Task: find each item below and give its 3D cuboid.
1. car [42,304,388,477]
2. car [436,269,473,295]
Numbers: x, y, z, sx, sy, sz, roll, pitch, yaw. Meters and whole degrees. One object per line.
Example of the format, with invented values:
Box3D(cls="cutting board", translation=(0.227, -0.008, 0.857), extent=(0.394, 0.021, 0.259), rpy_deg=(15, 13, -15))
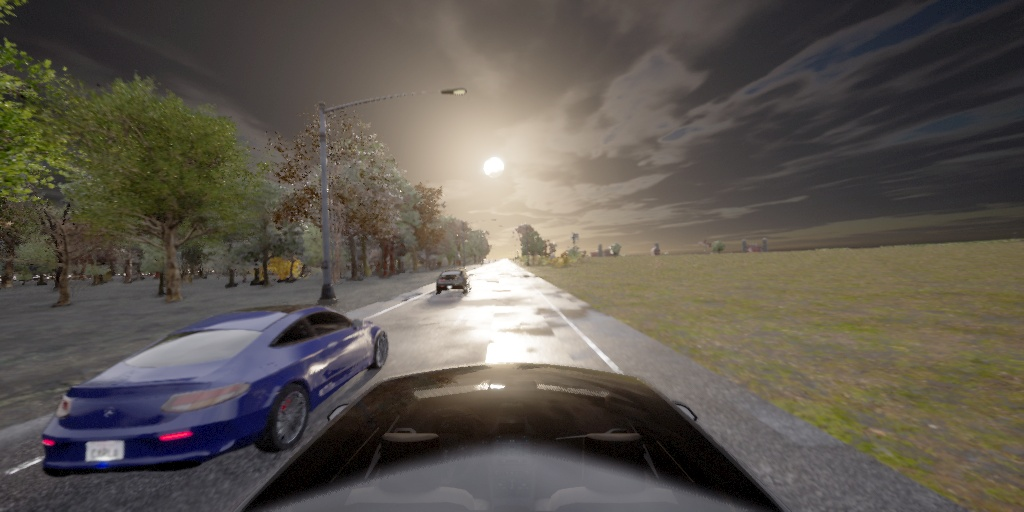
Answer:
Box3D(cls="car", translation=(-3.344, 1.432, 5.209), extent=(1.812, 1.442, 4.674), rpy_deg=(-2, 0, -1))
Box3D(cls="car", translation=(-3.658, 1.577, 23.130), extent=(1.837, 1.490, 4.892), rpy_deg=(-2, 0, -1))
